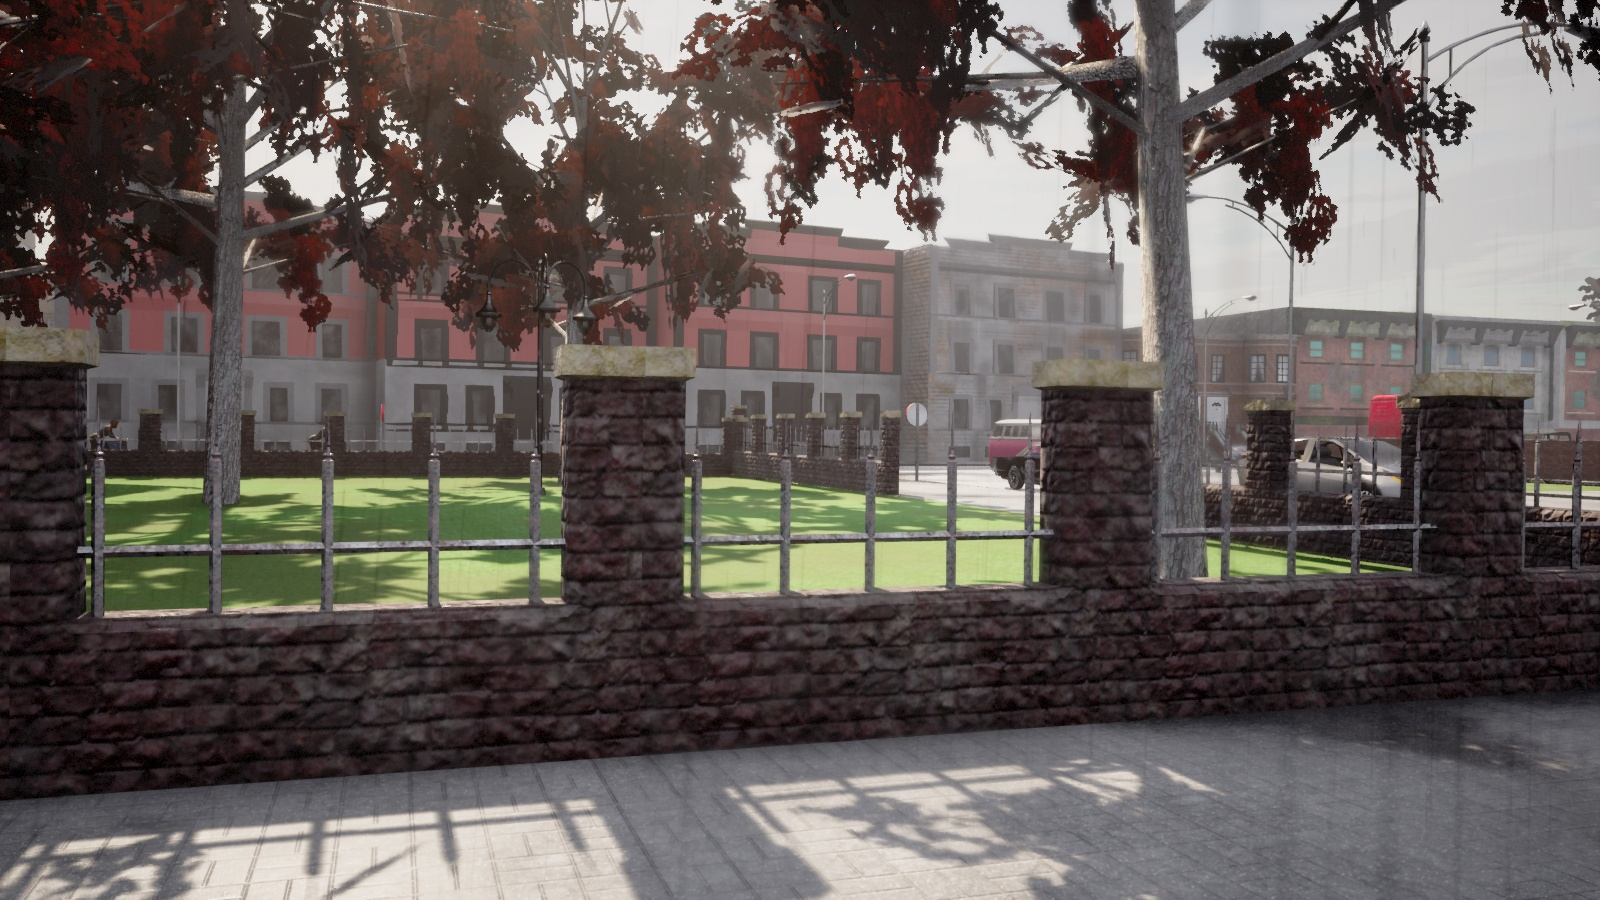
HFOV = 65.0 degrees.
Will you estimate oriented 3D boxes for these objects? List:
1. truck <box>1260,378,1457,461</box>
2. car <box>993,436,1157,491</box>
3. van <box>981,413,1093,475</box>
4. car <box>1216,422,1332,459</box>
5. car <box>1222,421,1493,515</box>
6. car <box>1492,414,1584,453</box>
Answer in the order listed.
[{"bbox_3d":[24.424,-1.341,54.919,7.936,3.462,2.891,-1,1,-18],"label":"truck"},{"bbox_3d":[6.994,0.294,32.525,1.895,1.301,4.718,-1,1,-20],"label":"car"},{"bbox_3d":[7.975,-0.230,42.694,1.775,1.987,4.442,-1,1,-19],"label":"van"},{"bbox_3d":[22.012,-0.459,58.345,4.856,1.649,2.033,-1,1,-18],"label":"car"},{"bbox_3d":[10.067,0.260,23.108,2.007,1.525,4.514,-1,1,-20],"label":"car"},{"bbox_3d":[37.126,-0.836,63.221,3.866,1.878,1.905,-1,1,-18],"label":"car"}]
